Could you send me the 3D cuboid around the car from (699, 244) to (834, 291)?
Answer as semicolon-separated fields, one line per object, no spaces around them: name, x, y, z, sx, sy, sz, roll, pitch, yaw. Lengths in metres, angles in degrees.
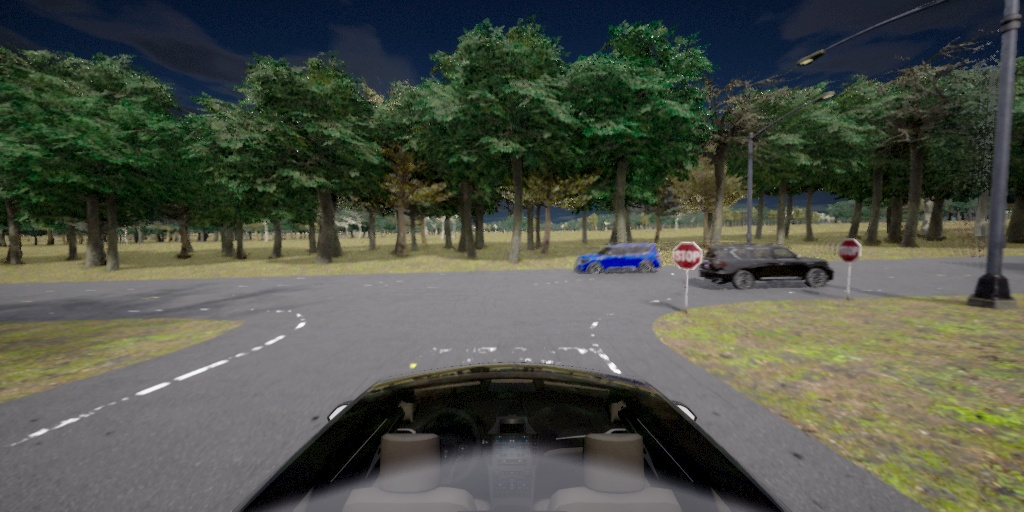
car;11.980;0.449;17.147;5.566;2.045;2.150;-2;4;0

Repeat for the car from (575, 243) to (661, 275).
car;7.093;0.215;24.139;5.566;2.045;2.150;-2;4;0
